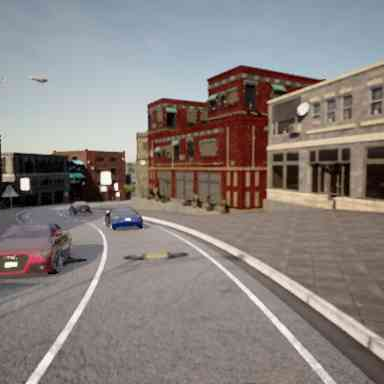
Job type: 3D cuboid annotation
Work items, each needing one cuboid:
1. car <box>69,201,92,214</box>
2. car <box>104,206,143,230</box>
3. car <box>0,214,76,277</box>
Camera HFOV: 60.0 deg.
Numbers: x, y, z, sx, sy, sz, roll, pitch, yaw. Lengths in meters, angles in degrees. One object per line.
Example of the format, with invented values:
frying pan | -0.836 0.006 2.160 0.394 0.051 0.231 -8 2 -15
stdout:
car | -12.884 1.793 38.271 1.812 1.442 4.674 -3 0 -27
car | -4.573 1.620 21.784 1.994 1.385 4.181 -2 0 -22
car | -4.983 1.655 10.387 1.994 1.385 4.181 -1 0 -12
